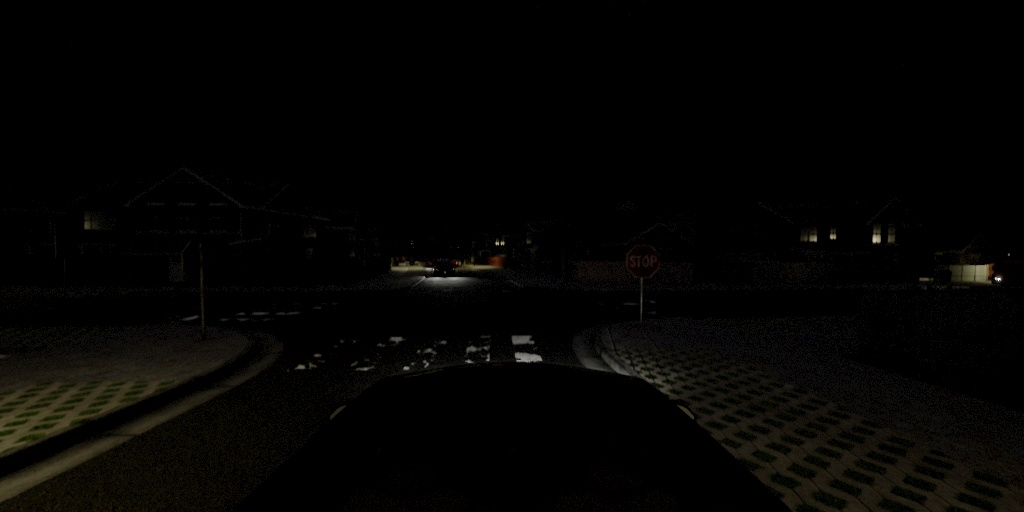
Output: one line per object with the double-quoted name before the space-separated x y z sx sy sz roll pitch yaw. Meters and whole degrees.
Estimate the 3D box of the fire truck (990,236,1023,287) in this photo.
"fire truck" 35.571 0.409 23.156 8.468 3.827 2.891 1 1 -16

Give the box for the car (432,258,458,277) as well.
"car" -6.241 1.148 33.163 1.812 1.442 4.674 0 0 -12

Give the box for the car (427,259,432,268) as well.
"car" -11.614 1.101 53.582 1.994 1.385 4.181 0 0 -17
